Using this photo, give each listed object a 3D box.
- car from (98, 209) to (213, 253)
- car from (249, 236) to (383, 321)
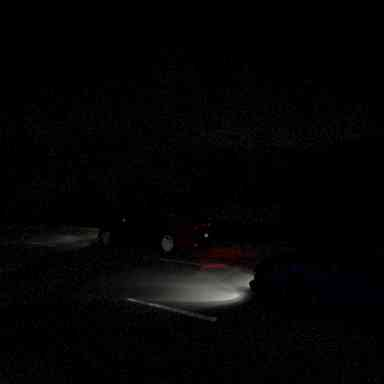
[{"bbox_3d":[-1.595,1.418,13.345,5.008,1.535,1.882,0,0,31],"label":"car"},{"bbox_3d":[3.738,1.495,5.690,5.357,1.411,2.033,0,0,35],"label":"car"}]
